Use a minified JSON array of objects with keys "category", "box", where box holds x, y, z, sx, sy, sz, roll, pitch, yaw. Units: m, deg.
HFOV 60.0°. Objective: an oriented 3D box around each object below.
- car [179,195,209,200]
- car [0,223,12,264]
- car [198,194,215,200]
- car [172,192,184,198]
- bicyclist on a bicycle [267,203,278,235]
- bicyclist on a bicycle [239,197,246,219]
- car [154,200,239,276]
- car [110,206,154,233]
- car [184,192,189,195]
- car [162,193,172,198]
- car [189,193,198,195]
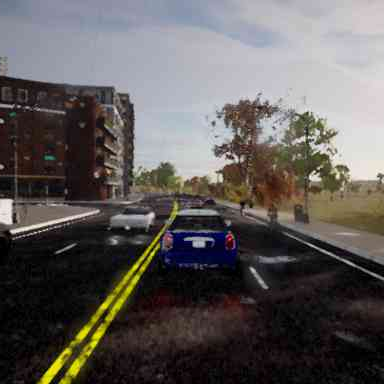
[{"category":"car","box":[0.050,1.352,29.879,2.128,1.511,4.902,1,0,-1]},{"category":"car","box":[-6.519,1.386,8.363,2.128,1.511,4.902,1,0,1]},{"category":"car","box":[2.502,1.326,51.469,2.033,1.411,5.357,1,0,-3]},{"category":"car","box":[-4.146,0.838,91.969,2.097,1.767,4.553,1,0,-7]},{"category":"bicyclist on a bicycle","box":[4.251,1.417,17.501,0.582,1.620,1.656,1,0,0]},{"category":"bicyclist on a bicycle","box":[4.146,1.286,27.400,0.659,1.776,1.843,1,1,-1]},{"category":"car","box":[0.189,1.307,10.414,2.097,1.767,4.553,1,0,0]},{"category":"car","box":[-3.240,1.481,18.834,1.895,1.301,4.718,1,0,0]},{"category":"car","box":[-0.920,1.064,92.342,1.994,1.385,4.181,1,0,-7]},{"category":"car","box":[-7.387,0.990,91.685,2.033,1.411,5.357,1,0,-6]},{"category":"car","box":[1.000,1.129,72.576,1.882,1.535,5.008,1,0,-5]}]
